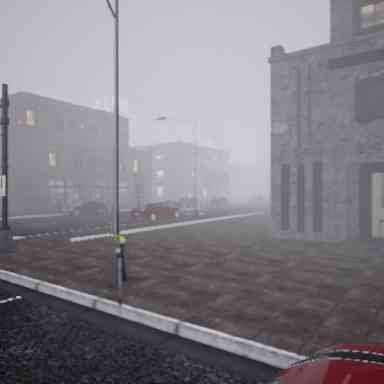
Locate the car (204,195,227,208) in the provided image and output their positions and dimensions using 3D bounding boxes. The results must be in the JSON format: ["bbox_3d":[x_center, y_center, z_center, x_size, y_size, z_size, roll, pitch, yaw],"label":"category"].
[{"bbox_3d":[2.789,1.195,43.009,2.128,1.511,4.902,0,0,35],"label":"car"}]

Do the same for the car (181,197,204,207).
[{"bbox_3d":[-0.834,1.285,42.343,1.947,1.339,4.313,1,1,35],"label":"car"}]

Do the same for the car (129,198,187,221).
[{"bbox_3d":[-2.690,1.371,24.918,1.887,1.381,4.507,0,1,35],"label":"car"}]

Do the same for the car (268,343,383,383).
[{"bbox_3d":[2.091,1.442,1.385,4.097,1.590,1.967,0,0,36],"label":"car"}]

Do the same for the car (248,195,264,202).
[{"bbox_3d":[11.735,1.154,60.526,1.802,1.307,4.206,1,1,35],"label":"car"}]

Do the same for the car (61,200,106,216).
[{"bbox_3d":[-9.584,1.405,29.684,1.802,1.307,4.206,1,1,35],"label":"car"}]
